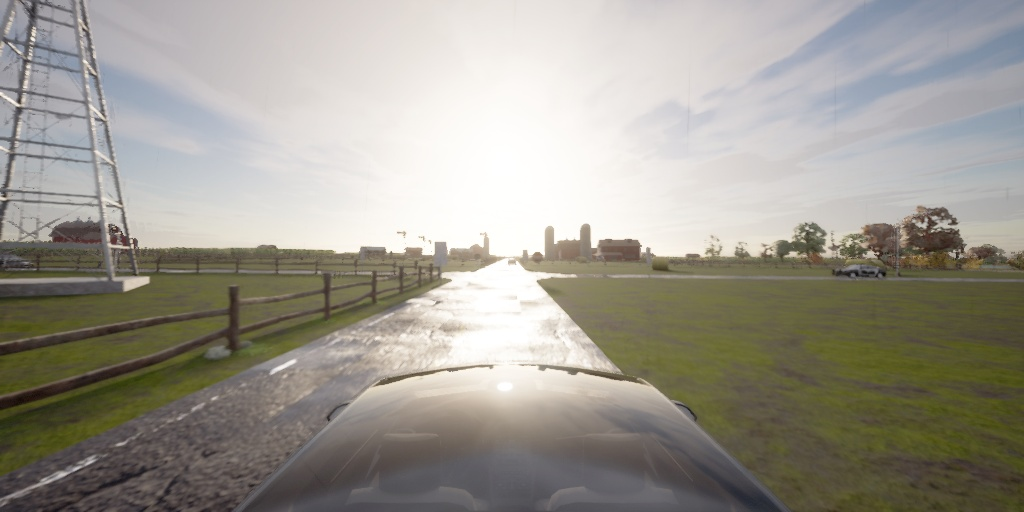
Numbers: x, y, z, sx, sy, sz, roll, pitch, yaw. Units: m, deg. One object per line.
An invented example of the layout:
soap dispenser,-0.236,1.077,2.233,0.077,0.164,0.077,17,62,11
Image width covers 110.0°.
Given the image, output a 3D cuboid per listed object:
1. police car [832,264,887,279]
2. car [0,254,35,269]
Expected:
police car,39.082,1.678,40.486,5.238,1.638,1.930,1,-1,-1
car,-51.929,0.564,36.600,4.902,1.511,2.128,1,-1,-1
